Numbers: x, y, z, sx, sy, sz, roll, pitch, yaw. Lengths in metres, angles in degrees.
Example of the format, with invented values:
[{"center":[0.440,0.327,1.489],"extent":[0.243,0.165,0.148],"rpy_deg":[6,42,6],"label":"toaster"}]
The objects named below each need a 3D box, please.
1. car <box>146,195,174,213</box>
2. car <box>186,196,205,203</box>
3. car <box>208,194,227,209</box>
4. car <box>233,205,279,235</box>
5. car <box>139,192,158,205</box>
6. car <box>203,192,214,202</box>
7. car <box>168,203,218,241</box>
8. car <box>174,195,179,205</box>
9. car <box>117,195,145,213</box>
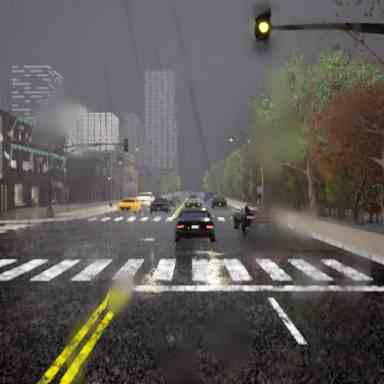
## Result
[{"center":[-3.263,1.375,34.924],"extent":[1.882,1.535,5.008],"rpy_deg":[0,0,0],"label":"car"},{"center":[0.193,1.482,40.090],"extent":[1.895,1.301,4.718],"rpy_deg":[0,0,0],"label":"car"},{"center":[3.451,1.349,43.352],"extent":[1.882,1.535,5.008],"rpy_deg":[0,0,0],"label":"car"},{"center":[3.392,1.439,18.314],"extent":[2.128,1.511,4.902],"rpy_deg":[0,0,0],"label":"car"},{"center":[-6.478,1.086,46.180],"extent":[2.150,2.045,5.566],"rpy_deg":[0,0,0],"label":"car"},{"center":[3.423,1.024,66.685],"extent":[2.150,2.045,5.566],"rpy_deg":[0,1,1],"label":"car"},{"center":[0.138,1.501,16.320],"extent":[2.033,1.411,5.357],"rpy_deg":[0,0,0],"label":"car"},{"center":[-3.230,1.428,45.856],"extent":[1.994,1.385,4.181],"rpy_deg":[0,0,0],"label":"car"},{"center":[-6.510,1.375,34.912],"extent":[1.882,1.535,5.008],"rpy_deg":[0,0,0],"label":"car"}]
